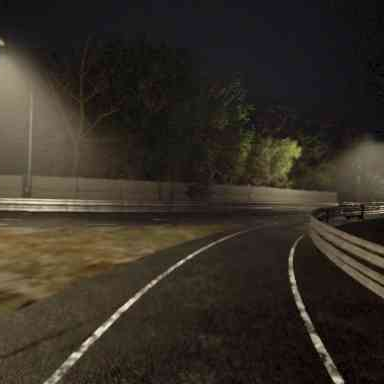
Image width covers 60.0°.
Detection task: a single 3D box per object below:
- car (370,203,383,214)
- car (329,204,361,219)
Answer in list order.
[{"bbox_3d":[25.044,2.194,43.755,1.882,1.535,5.008,2,0,45],"label":"car"},{"bbox_3d":[15.754,1.992,34.077,2.033,1.411,5.357,2,0,45],"label":"car"}]
